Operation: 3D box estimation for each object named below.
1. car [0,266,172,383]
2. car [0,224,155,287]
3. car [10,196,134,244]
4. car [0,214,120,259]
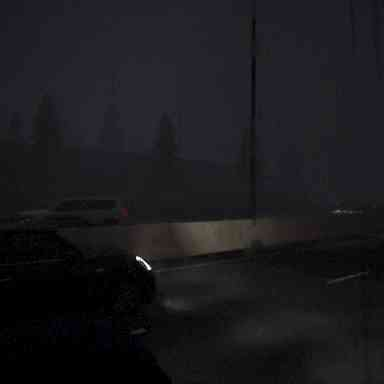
[{"bbox_3d":[-2.406,1.593,2.030,4.718,1.301,1.895,1,0,-35],"label":"car"},{"bbox_3d":[-2.920,1.360,5.963,4.553,1.767,2.097,1,0,-36],"label":"car"},{"bbox_3d":[-5.982,1.262,16.929,5.566,2.045,2.150,1,0,-36],"label":"car"},{"bbox_3d":[-5.414,1.626,13.033,4.718,1.301,1.895,1,0,-36],"label":"car"}]
